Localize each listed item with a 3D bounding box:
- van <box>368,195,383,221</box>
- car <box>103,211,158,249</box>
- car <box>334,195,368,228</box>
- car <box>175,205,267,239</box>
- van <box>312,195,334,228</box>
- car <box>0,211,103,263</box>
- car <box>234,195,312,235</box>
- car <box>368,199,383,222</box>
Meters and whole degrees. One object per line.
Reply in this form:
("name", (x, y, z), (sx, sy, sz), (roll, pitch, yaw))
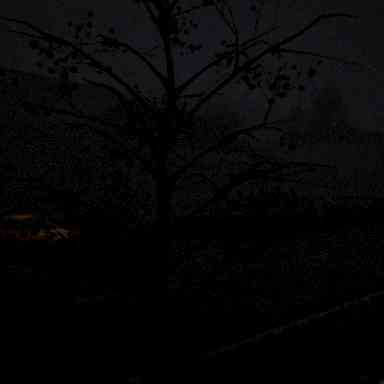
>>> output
("van", (13.248, 1.249, 26.231), (4.442, 1.987, 1.878), (-1, 0, 34))
("car", (-3.617, 1.540, 14.002), (4.792, 1.488, 2.163), (-1, -1, 34))
("car", (8.519, 1.240, 22.687), (5.566, 2.045, 2.435), (-1, -1, 34))
("car", (1.215, 1.552, 17.486), (4.674, 1.452, 2.002), (-1, 0, 34))
("van", (6.166, 1.273, 20.901), (4.442, 1.987, 1.878), (-1, -1, 34))
("car", (-5.915, 1.497, 12.182), (5.366, 1.575, 1.946), (-1, -1, 34))
("car", (3.612, 1.258, 19.241), (5.566, 2.045, 2.435), (-1, 0, 34))
("car", (10.926, 1.483, 24.426), (4.892, 1.521, 2.231), (-1, 0, 34))
